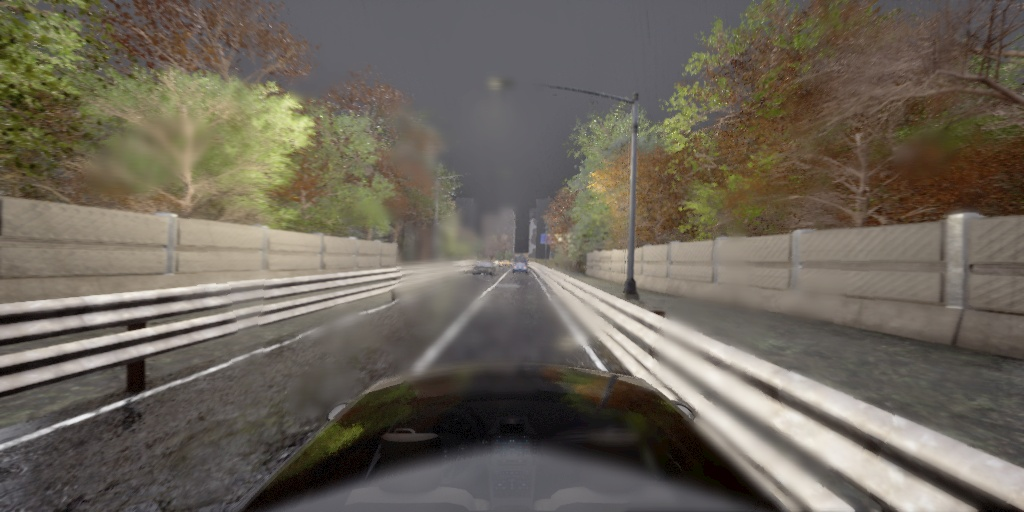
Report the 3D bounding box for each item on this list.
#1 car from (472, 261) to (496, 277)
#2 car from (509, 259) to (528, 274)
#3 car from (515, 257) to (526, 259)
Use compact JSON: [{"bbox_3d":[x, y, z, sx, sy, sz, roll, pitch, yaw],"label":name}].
[{"bbox_3d":[-2.582,1.236,34.723,2.033,1.411,5.357,2,0,2],"label":"car"},{"bbox_3d":[0.994,1.387,44.121,2.033,1.411,5.357,2,0,1],"label":"car"},{"bbox_3d":[1.271,1.162,54.554,2.150,2.045,5.566,2,-1,1],"label":"car"}]
